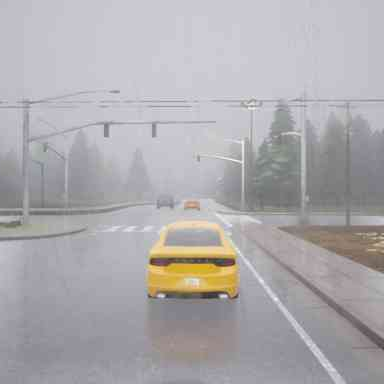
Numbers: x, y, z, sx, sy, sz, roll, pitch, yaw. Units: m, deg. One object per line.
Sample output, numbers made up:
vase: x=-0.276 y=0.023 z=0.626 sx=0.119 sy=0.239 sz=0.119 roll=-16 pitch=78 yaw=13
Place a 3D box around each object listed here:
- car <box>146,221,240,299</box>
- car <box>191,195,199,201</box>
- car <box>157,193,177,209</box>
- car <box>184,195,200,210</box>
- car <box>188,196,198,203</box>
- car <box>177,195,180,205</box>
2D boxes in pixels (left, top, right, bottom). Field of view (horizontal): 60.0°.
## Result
car: x=0.049 y=1.474 z=8.513 sx=1.882 sy=1.535 sz=5.008 roll=0 pitch=0 yaw=1
car: x=0.701 y=1.442 z=83.129 sx=1.837 sy=1.490 sz=4.892 roll=0 pitch=0 yaw=2
car: x=-3.592 y=1.221 z=45.658 sx=2.150 sy=2.045 sz=5.566 roll=0 pitch=0 yaw=-1
car: x=0.020 y=1.478 z=42.176 sx=1.882 sy=1.535 sz=5.008 roll=0 pitch=0 yaw=0
car: x=0.302 y=1.537 z=72.736 sx=2.033 sy=1.411 sz=5.357 roll=0 pitch=0 yaw=2
car: x=-3.537 y=1.352 z=55.952 sx=2.097 sy=1.767 sz=4.553 roll=0 pitch=0 yaw=0
